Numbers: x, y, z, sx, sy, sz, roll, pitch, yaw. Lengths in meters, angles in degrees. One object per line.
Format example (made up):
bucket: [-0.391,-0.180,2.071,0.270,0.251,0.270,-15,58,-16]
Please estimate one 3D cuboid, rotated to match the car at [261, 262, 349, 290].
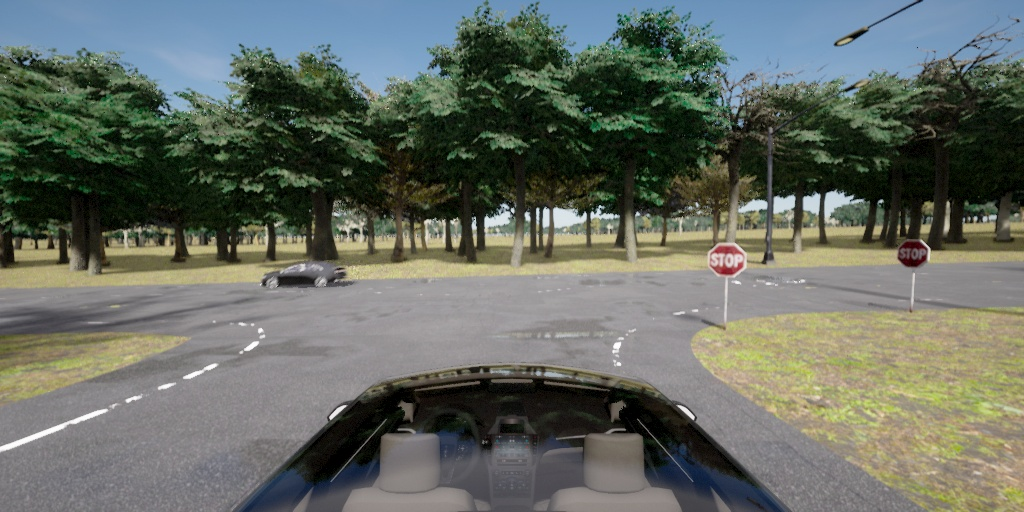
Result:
car: [-12.701,1.165,22.068,4.902,1.511,2.128,-1,3,0]
